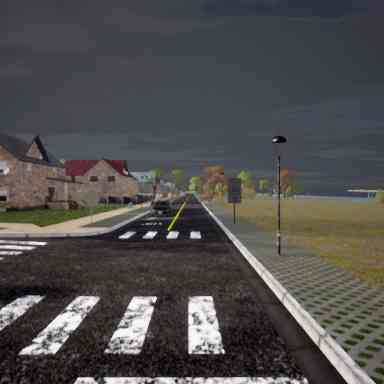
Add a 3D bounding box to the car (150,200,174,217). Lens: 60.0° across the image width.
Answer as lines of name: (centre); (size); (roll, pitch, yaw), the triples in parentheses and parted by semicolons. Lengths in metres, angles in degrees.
car: (-2.771, 1.558, 31.400); (1.837, 1.490, 4.892); (0, 0, 0)
